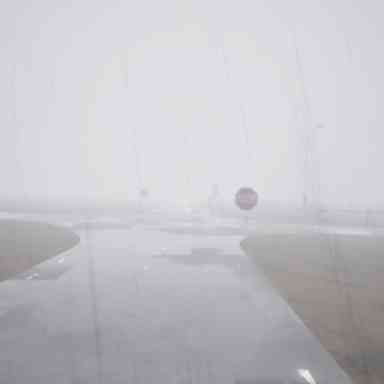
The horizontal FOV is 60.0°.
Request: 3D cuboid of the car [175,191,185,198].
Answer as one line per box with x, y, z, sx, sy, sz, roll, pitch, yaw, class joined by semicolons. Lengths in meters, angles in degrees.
-2.707;0.502;73.572;2.097;1.767;4.553;0;0;0;car
